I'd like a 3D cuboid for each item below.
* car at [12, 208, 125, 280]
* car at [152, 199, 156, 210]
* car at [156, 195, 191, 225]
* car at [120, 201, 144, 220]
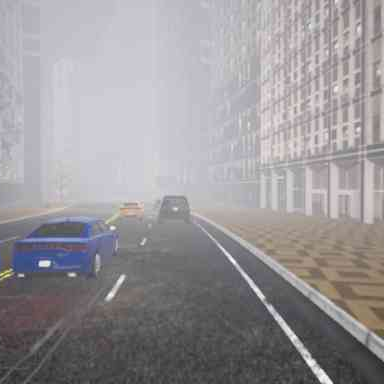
[{"bbox_3d":[-3.482,1.487,10.083,1.882,1.535,5.008,0,0,-3],"label":"car"},{"bbox_3d":[-4.106,1.537,42.376,1.812,1.442,4.674,0,0,-11],"label":"car"},{"bbox_3d":[-1.373,1.226,24.525,2.150,2.045,5.566,0,0,-6],"label":"car"},{"bbox_3d":[-5.124,1.497,28.363,1.882,1.535,5.008,0,0,-7],"label":"car"}]
